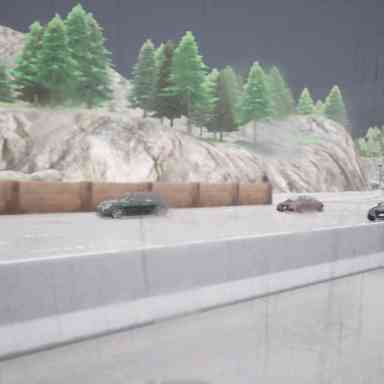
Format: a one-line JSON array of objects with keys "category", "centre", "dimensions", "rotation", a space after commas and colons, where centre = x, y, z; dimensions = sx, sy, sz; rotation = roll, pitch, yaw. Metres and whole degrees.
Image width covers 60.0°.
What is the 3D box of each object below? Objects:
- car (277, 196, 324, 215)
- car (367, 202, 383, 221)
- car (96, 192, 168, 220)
[{"category": "car", "centre": [8.672, 0.997, 26.516], "dimensions": [4.181, 1.385, 1.994], "rotation": [-1, 2, -37]}, {"category": "car", "centre": [12.827, 1.156, 20.888], "dimensions": [4.181, 1.385, 1.994], "rotation": [-1, 2, -37]}, {"category": "car", "centre": [-3.971, 0.804, 22.068], "dimensions": [4.553, 1.767, 2.097], "rotation": [0, 2, -33]}]
